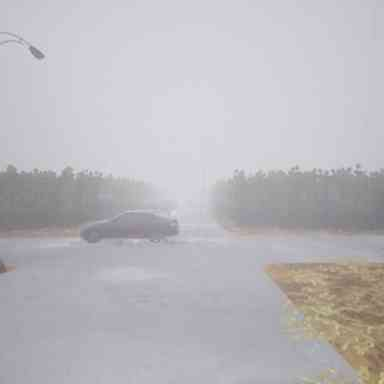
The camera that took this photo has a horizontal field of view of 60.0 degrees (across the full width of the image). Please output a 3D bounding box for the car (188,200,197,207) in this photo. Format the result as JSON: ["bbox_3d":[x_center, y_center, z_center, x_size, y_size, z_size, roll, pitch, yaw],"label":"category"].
[{"bbox_3d":[0.035,2.356,69.098,1.895,1.301,4.718,0,-1,0],"label":"car"}]

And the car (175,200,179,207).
[{"bbox_3d":[-3.233,1.737,45.406,2.128,1.511,4.902,0,-1,0],"label":"car"}]

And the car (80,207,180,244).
[{"bbox_3d":[-2.915,1.631,15.927,4.674,1.442,1.812,-1,0,0],"label":"car"}]

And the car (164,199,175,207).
[{"bbox_3d":[-3.231,1.653,35.948,1.882,1.535,5.008,0,0,0],"label":"car"}]

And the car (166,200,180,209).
[{"bbox_3d":[-3.212,2.064,56.205,2.033,1.411,5.357,0,-1,1],"label":"car"}]

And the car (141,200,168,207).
[{"bbox_3d":[-3.275,1.649,26.477,1.837,1.490,4.892,0,-1,2],"label":"car"}]
